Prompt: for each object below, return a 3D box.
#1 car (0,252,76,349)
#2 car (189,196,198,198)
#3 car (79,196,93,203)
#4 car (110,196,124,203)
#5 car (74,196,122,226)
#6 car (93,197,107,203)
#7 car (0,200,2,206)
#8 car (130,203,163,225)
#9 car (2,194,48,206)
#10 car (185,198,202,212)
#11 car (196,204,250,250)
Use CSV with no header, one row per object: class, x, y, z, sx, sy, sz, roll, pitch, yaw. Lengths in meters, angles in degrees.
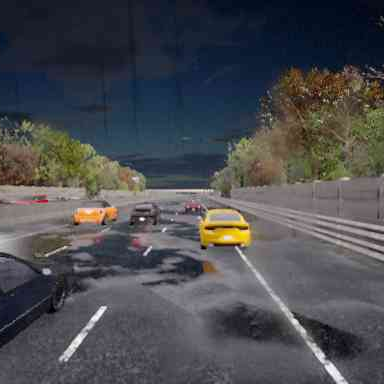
car,-3.379,1.552,4.584,2.033,1.411,5.357,0,0,0
car,0.204,1.450,50.206,2.097,1.767,4.553,0,0,0
car,-24.198,1.693,76.042,1.994,1.385,4.181,0,0,0
car,-17.196,1.673,76.432,2.033,1.411,5.357,0,0,0
car,-6.803,1.395,24.073,2.097,1.767,4.553,0,0,0
car,-20.701,1.746,75.165,1.895,1.301,4.718,0,0,0
car,-20.959,1.545,34.535,1.882,1.535,5.008,0,0,0
car,-3.300,1.548,24.526,1.837,1.490,4.892,0,0,0
car,-17.455,1.291,35.745,2.150,2.045,5.566,0,0,0
car,0.209,1.674,39.052,1.895,1.301,4.718,0,0,1
car,1.286,1.500,14.472,1.882,1.535,5.008,0,0,0
